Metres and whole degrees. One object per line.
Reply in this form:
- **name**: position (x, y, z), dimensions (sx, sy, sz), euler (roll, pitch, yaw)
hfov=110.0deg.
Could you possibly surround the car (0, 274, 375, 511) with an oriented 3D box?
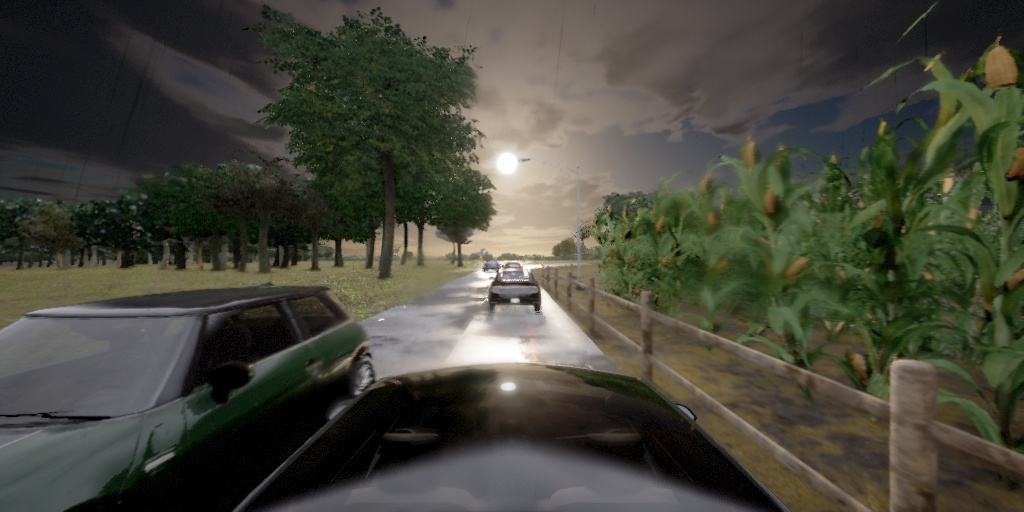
- **car**: position (-2.851, 1.103, 2.823), dimensions (2.097, 1.767, 4.553), euler (0, 0, 0)

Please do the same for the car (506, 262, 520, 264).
- **car**: position (0.093, 1.286, 32.099), dimensions (1.812, 1.442, 4.674), euler (0, 0, 0)

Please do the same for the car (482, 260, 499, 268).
- **car**: position (-2.568, 1.266, 45.076), dimensions (1.812, 1.442, 4.674), euler (0, 0, 3)

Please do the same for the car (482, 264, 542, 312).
- **car**: position (0.103, 1.248, 14.184), dimensions (2.128, 1.511, 4.902), euler (0, 0, 0)
